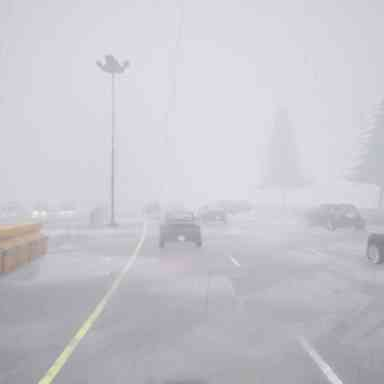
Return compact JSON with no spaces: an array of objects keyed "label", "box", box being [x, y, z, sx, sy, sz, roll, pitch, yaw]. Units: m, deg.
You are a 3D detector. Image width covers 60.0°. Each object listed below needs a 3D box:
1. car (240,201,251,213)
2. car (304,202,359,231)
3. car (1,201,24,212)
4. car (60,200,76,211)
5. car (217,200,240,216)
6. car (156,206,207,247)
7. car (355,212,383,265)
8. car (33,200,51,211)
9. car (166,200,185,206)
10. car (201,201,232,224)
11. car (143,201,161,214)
[{"label":"car","box":[5.817,1.860,41.858,2.128,1.511,4.902,0,0,-13]},{"label":"car","box":[9.260,1.538,22.084,2.097,1.767,4.553,0,-1,-7]},{"label":"car","box":[-24.420,1.987,45.512,2.033,1.411,5.357,0,-1,-16]},{"label":"car","box":[-18.339,1.958,49.328,2.128,1.511,4.902,0,-1,-18]},{"label":"car","box":[3.263,1.678,36.859,2.097,1.767,4.553,0,-1,-12]},{"label":"car","box":[-0.631,1.651,15.961,1.837,1.490,4.892,0,0,-5]},{"label":"car","box":[6.828,1.551,9.124,1.882,1.535,5.008,0,0,-2]},{"label":"car","box":[-21.590,1.950,47.995,2.128,1.511,4.902,0,-1,-18]},{"label":"car","box":[-2.292,1.888,45.442,1.882,1.535,5.008,0,0,-15]},{"label":"car","box":[1.566,1.767,27.072,1.812,1.442,4.674,0,0,-8]},{"label":"car","box":[-5.016,1.874,41.849,2.128,1.511,4.902,0,0,-15]}]
